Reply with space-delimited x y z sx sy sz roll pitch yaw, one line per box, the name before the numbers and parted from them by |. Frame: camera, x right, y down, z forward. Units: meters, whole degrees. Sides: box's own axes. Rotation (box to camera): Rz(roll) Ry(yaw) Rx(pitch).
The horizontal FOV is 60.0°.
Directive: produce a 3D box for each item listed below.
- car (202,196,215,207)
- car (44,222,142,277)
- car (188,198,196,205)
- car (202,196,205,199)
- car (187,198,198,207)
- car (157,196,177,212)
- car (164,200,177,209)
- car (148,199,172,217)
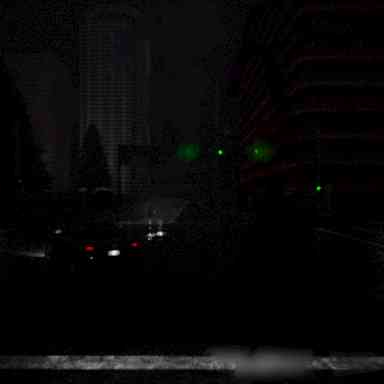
car | 3.497 2.126 65.438 1.837 1.490 4.892 0 -1 0
car | -3.297 1.653 10.724 1.994 1.385 4.181 1 -1 -36
car | -0.004 2.221 75.968 1.837 1.490 4.892 0 -1 0
car | 3.496 1.922 75.324 2.150 2.045 5.566 0 -1 0
car | 0.098 2.171 64.093 1.994 1.385 4.181 0 -1 0
car | -3.573 1.785 45.526 2.097 1.767 4.553 0 -1 0
car | -3.503 2.053 55.503 1.812 1.442 4.674 0 -1 0
car | -3.597 1.830 35.601 2.128 1.511 4.902 0 -1 0
